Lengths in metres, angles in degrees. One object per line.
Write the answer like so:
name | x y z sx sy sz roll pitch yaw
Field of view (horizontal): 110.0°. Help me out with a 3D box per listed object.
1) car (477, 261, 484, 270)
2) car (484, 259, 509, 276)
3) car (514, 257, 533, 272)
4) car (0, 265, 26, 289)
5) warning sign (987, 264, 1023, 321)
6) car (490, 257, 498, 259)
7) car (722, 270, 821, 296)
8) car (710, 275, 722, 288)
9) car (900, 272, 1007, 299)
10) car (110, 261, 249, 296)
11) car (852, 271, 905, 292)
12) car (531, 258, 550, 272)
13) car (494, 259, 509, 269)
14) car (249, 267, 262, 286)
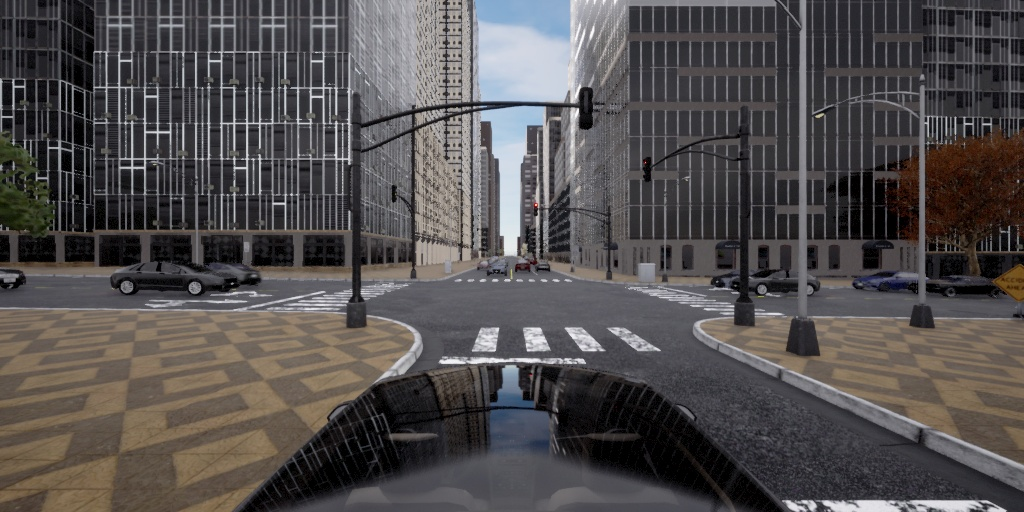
car | -4.053 1.343 51.484 1.802 1.307 4.207 0 0 0
car | -1.516 1.331 37.060 1.994 1.385 4.181 0 0 0
car | 1.357 1.240 47.318 1.882 1.535 5.008 0 0 0
car | -25.297 0.802 16.213 4.902 1.511 2.128 1 0 -3
warning sign | 17.269 1.204 12.200 1.060 1.860 1.300 0 0 -3
car | -1.555 1.268 45.893 1.837 1.490 4.892 0 0 0
car | 15.788 1.564 21.602 4.892 1.490 1.837 1 0 -4
car | 16.158 1.629 24.862 4.181 1.385 1.994 1 0 -3
car | 27.423 1.868 22.137 4.718 1.301 1.895 1 0 -2
car | -15.514 0.995 16.668 4.892 1.490 1.837 1 0 -3
car | 26.857 1.782 25.363 4.674 1.442 1.812 1 0 -3
car | 3.903 1.329 45.995 1.948 1.339 4.313 0 0 0
car | -1.603 1.248 56.415 2.128 1.511 4.902 0 0 0
car | -16.503 1.035 20.075 4.181 1.385 1.994 1 0 -3
